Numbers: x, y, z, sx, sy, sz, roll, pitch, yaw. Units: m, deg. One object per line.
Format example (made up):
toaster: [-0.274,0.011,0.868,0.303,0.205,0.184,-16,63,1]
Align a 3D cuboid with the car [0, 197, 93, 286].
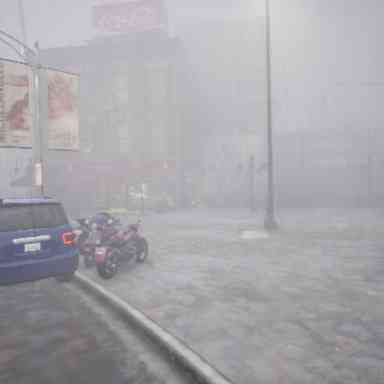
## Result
car: [-4.783,1.161,8.530,2.150,2.045,5.566,-2,1,-39]
